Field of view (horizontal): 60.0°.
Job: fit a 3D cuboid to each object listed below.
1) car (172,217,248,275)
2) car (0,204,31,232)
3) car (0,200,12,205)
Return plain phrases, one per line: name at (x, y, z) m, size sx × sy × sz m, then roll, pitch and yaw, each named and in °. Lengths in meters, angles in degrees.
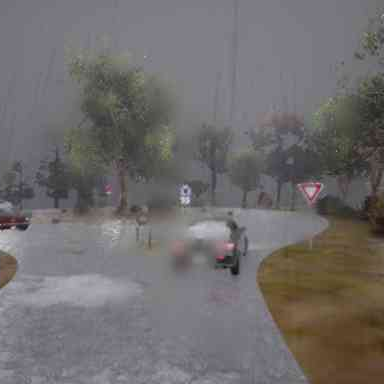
car at (0.688, 1.514, 10.475) m, size 1.812 × 1.442 × 4.674 m, roll 0°, pitch 0°, yaw 13°
car at (-11.163, 1.581, 19.069) m, size 4.718 × 1.301 × 1.895 m, roll 0°, pitch 0°, yaw 40°
car at (-19.670, 1.491, 32.855) m, size 1.812 × 1.442 × 4.674 m, roll 0°, pitch 0°, yaw 5°
